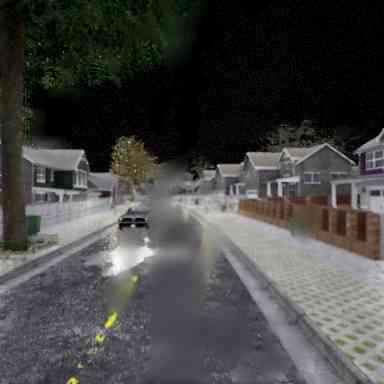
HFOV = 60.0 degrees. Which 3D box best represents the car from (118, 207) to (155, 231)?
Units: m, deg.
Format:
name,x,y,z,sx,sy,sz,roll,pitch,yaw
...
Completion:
name,x,y,z,sx,sy,sz,roll,pitch,yaw
car,-3.385,1.608,20.895,1.895,1.301,4.718,0,0,-2
